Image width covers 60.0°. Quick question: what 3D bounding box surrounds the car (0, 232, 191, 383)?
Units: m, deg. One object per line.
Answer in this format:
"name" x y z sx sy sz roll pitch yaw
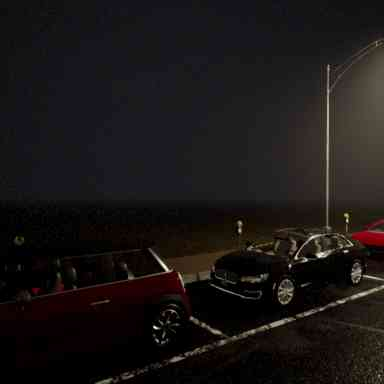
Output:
"car" -2.094 1.440 4.593 4.097 1.590 1.967 0 1 -35

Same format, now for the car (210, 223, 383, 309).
"car" 2.412 1.552 7.808 4.403 1.369 2.008 0 1 -35

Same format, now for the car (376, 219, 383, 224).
"car" 6.920 1.547 11.023 4.507 1.381 1.887 0 1 -35
